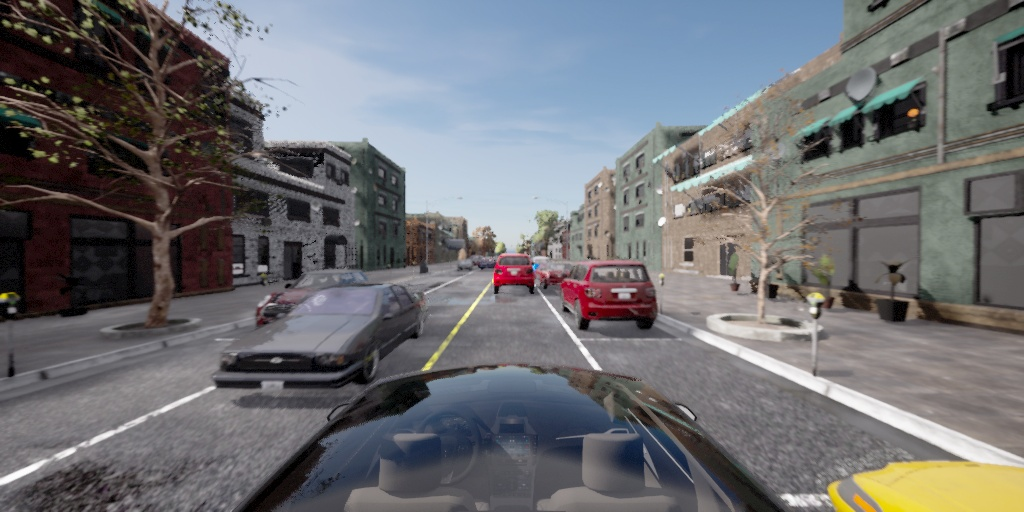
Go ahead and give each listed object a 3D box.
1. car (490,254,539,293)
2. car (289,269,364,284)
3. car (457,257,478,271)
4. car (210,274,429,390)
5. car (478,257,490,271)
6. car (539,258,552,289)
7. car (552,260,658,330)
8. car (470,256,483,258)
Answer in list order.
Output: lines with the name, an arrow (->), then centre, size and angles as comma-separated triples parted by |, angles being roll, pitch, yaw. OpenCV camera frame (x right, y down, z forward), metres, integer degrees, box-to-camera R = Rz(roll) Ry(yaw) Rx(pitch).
car -> 0.106, 0.901, 20.404 | 2.150, 2.045, 5.566 | 0, 0, 0
car -> -5.685, 1.155, 10.950 | 1.967, 1.591, 4.097 | 0, 0, 0
car -> -5.681, 1.135, 44.240 | 2.007, 1.370, 4.403 | 0, 0, 0
car -> -3.093, 1.277, 7.294 | 2.033, 1.411, 5.357 | 0, 0, 0
car -> -3.074, 1.177, 46.297 | 1.895, 1.301, 4.718 | 0, 0, 0
car -> 2.697, 1.111, 22.048 | 1.967, 1.591, 4.097 | 0, 0, 0
car -> 2.695, 1.029, 10.951 | 2.192, 1.841, 5.009 | 0, 0, 0
car -> -5.679, 0.856, 55.337 | 2.192, 1.841, 5.009 | 0, 0, 0
